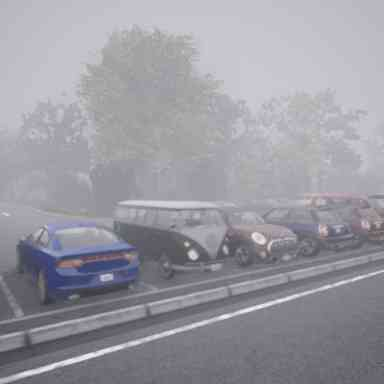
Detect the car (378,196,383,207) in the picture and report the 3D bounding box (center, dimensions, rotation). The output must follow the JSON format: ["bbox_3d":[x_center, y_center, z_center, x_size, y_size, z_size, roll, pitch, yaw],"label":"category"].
[{"bbox_3d":[29.814,1.368,47.875,2.097,1.535,5.008,0,0,-36],"label":"car"}]

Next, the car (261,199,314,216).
[{"bbox_3d":[9.498,1.477,33.329,2.163,1.488,4.792,0,0,-36],"label":"car"}]

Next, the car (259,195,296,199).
[{"bbox_3d":[7.203,1.325,31.763,2.185,1.767,4.553,0,0,-36],"label":"car"}]

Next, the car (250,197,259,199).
[{"bbox_3d":[2.813,1.453,28.360,1.946,1.575,5.366,0,0,-36],"label":"car"}]

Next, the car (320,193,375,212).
[{"bbox_3d":[18.498,1.185,39.830,2.435,2.045,5.566,0,0,-36],"label":"car"}]

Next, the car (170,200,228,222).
[{"bbox_3d":[0.443,1.460,26.901,2.231,1.521,4.892,0,0,-36],"label":"car"}]

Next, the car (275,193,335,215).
[{"bbox_3d":[11.722,1.193,34.989,2.435,2.045,5.566,0,0,-36],"label":"car"}]

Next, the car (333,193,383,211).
[{"bbox_3d":[20.790,1.177,41.398,2.435,2.045,5.566,0,0,-36],"label":"car"}]

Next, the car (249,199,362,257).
[{"bbox_3d":[3.809,1.337,13.185,2.185,1.767,4.553,0,0,-36],"label":"car"}]

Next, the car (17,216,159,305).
[{"bbox_3d":[-3.048,1.471,8.317,2.097,1.535,5.008,0,0,-36],"label":"car"}]

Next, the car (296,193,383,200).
[{"bbox_3d":[8.369,1.206,16.447,2.435,2.045,5.566,0,0,-36],"label":"car"}]

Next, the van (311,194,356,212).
[{"bbox_3d":[16.187,1.213,38.288,1.878,1.987,4.442,0,0,-36],"label":"van"}]

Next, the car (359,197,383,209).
[{"bbox_3d":[25.314,1.437,44.629,2.163,1.488,4.792,0,0,-36],"label":"car"}]

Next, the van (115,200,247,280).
[{"bbox_3d":[-0.703,1.243,9.856,1.878,1.987,4.442,0,0,-36],"label":"van"}]

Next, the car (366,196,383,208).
[{"bbox_3d":[27.444,1.385,46.415,1.946,1.575,5.366,-1,0,-36],"label":"car"}]

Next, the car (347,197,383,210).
[{"bbox_3d":[23.015,1.448,43.058,2.163,1.488,4.792,0,0,-36],"label":"car"}]

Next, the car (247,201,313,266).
[{"bbox_3d":[1.492,1.340,11.606,2.185,1.767,4.553,0,0,-36],"label":"car"}]

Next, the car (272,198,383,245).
[{"bbox_3d":[6.090,1.334,14.815,2.185,1.767,4.553,0,0,-36],"label":"car"}]
